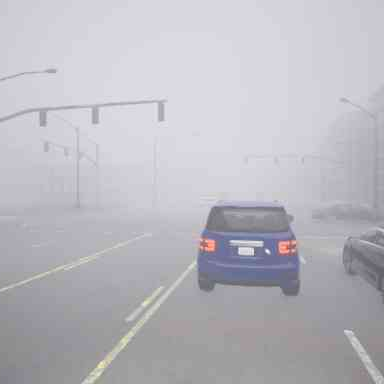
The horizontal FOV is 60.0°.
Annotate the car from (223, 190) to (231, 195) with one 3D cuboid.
[{"bbox_3d":[5.440,0.851,61.315,2.150,2.045,5.566,0,2,11],"label":"car"}]

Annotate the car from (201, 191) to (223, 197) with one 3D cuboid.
[{"bbox_3d":[2.643,1.076,47.513,2.150,2.045,5.566,0,1,11],"label":"car"}]

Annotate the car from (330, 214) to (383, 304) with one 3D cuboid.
[{"bbox_3d":[4.806,1.491,7.432,2.128,1.511,4.902,0,0,11],"label":"car"}]

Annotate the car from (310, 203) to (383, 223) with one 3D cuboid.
[{"bbox_3d":[11.467,1.524,24.229,5.357,1.411,2.033,0,0,16],"label":"car"}]

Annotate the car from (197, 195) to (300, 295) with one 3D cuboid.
[{"bbox_3d":[1.544,1.221,8.964,2.150,2.045,5.566,0,0,11],"label":"car"}]

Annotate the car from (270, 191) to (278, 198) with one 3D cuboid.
[{"bbox_3d":[20.909,0.603,84.589,1.837,1.490,4.892,0,1,11],"label":"car"}]

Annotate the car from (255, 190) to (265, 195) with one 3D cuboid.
[{"bbox_3d":[15.504,0.899,75.469,1.994,1.385,4.181,0,1,11],"label":"car"}]

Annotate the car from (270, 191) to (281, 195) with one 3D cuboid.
[{"bbox_3d":[18.927,0.702,74.740,2.097,1.767,4.553,0,1,11],"label":"car"}]

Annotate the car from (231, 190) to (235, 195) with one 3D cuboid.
[{"bbox_3d":[8.661,0.576,76.951,2.150,2.045,5.566,0,1,11],"label":"car"}]
